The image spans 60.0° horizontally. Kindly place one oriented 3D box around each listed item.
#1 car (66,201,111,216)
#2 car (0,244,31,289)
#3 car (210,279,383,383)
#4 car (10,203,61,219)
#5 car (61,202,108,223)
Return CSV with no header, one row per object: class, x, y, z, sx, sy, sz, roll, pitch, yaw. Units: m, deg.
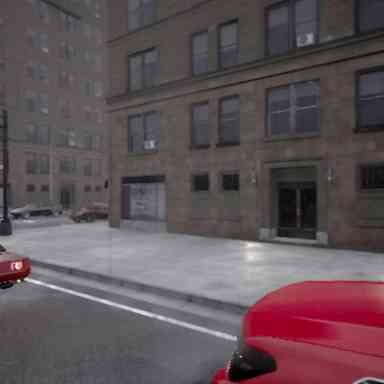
car,-10.482,1.635,33.934,1.802,1.307,4.206,0,0,35
car,-5.912,1.612,7.907,4.718,1.301,1.895,0,0,36
car,2.783,1.221,1.694,5.566,2.045,2.150,0,0,36
car,-13.683,1.621,29.439,1.947,1.339,4.313,0,0,35
car,-7.146,1.578,24.785,1.802,1.307,4.206,0,0,35
